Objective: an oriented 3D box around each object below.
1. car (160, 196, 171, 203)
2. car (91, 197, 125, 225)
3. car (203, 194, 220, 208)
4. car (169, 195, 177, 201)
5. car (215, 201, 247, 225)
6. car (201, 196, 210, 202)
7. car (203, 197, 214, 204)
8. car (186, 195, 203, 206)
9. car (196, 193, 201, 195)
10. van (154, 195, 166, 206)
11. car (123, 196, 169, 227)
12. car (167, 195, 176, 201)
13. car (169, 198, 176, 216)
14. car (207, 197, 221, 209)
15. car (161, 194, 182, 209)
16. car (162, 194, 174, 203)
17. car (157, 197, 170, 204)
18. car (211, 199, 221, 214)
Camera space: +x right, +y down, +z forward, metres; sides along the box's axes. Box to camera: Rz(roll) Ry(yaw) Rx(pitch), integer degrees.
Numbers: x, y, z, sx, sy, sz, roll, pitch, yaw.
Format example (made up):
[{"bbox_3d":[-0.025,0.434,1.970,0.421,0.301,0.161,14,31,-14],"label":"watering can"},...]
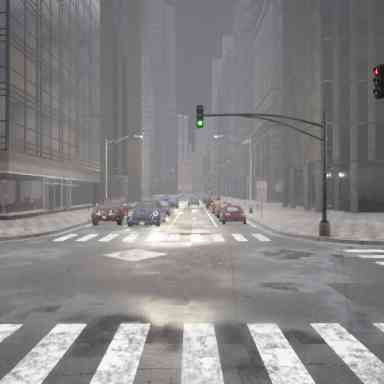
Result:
[{"bbox_3d":[-5.415,1.601,68.880,1.947,1.339,4.313,0,0,0],"label":"car"},{"bbox_3d":[-5.641,1.322,23.931,2.192,1.841,5.009,0,0,0],"label":"car"},{"bbox_3d":[2.997,1.334,46.381,2.192,1.841,5.009,0,0,0],"label":"car"},{"bbox_3d":[-5.302,1.600,91.355,1.887,1.381,4.507,0,0,0],"label":"car"},{"bbox_3d":[2.883,1.589,23.908,1.802,1.307,4.206,0,0,0],"label":"car"},{"bbox_3d":[3.166,1.611,80.090,1.947,1.339,4.313,0,0,0],"label":"car"},{"bbox_3d":[3.081,1.597,63.236,1.947,1.339,4.313,0,0,0],"label":"car"},{"bbox_3d":[0.273,1.572,54.156,2.033,1.411,5.357,0,0,0],"label":"car"},{"bbox_3d":[0.325,1.537,64.570,1.837,1.490,4.892,0,0,0],"label":"car"},{"bbox_3d":[-5.472,1.368,57.643,1.690,1.788,3.998,0,0,0],"label":"van"},{"bbox_3d":[-3.038,1.358,22.868,2.097,1.767,4.553,0,0,2],"label":"car"},{"bbox_3d":[-5.330,1.490,85.737,1.967,1.590,4.097,0,0,0],"label":"car"},{"bbox_3d":[-2.934,1.558,32.407,2.033,1.411,5.357,0,0,0],"label":"car"},{"bbox_3d":[2.940,1.557,35.144,1.887,1.381,4.507,0,0,0],"label":"car"},{"bbox_3d":[-2.851,1.497,46.659,1.882,1.535,5.008,0,0,1],"label":"car"},{"bbox_3d":[-5.387,1.355,74.500,2.192,1.841,5.009,0,0,0],"label":"car"},{"bbox_3d":[-5.444,1.582,63.262,2.008,1.369,4.403,0,0,0],"label":"car"},{"bbox_3d":[2.912,1.591,29.526,1.802,1.307,4.206,0,0,0],"label":"car"}]
